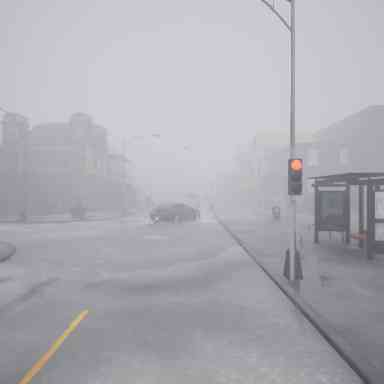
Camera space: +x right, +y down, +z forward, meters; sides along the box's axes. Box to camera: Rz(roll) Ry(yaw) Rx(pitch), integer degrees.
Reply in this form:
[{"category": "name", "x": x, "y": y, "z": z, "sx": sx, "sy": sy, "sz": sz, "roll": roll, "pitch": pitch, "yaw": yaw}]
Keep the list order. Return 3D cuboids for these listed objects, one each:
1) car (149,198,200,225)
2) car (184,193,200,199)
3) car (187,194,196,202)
[{"category": "car", "x": -1.152, "y": 1.505, "z": 24.271, "sx": 1.837, "sy": 1.490, "sz": 4.892, "roll": 3, "pitch": 1, "yaw": 29}, {"category": "car", "x": 0.036, "y": 1.221, "z": 51.047, "sx": 2.150, "sy": 2.045, "sz": 5.566, "roll": 0, "pitch": 0, "yaw": 0}, {"category": "car", "x": -0.099, "y": 1.355, "z": 76.714, "sx": 2.097, "sy": 1.767, "sz": 4.553, "roll": 0, "pitch": 0, "yaw": 0}]
